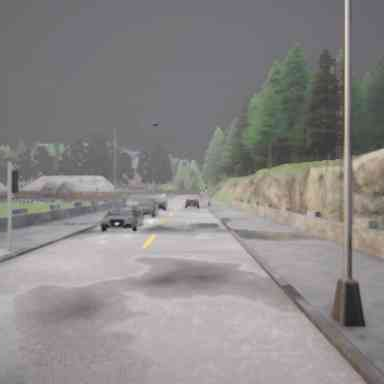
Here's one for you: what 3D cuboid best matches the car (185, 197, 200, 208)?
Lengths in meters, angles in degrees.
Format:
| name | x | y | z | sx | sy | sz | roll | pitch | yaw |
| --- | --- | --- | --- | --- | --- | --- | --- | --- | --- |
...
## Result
| name | x | y | z | sx | sy | sz | roll | pitch | yaw |
| --- | --- | --- | --- | --- | --- | --- | --- | --- | --- |
| car | 0.047 | 1.400 | 45.407 | 1.882 | 1.535 | 5.008 | 0 | 0 | 0 |

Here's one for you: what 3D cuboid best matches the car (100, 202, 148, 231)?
| name | x | y | z | sx | sy | sz | roll | pitch | yaw |
| --- | --- | --- | --- | --- | --- | --- | --- | --- | --- |
| car | -4.093 | 1.529 | 20.120 | 1.994 | 1.385 | 4.181 | 0 | 0 | 0 |

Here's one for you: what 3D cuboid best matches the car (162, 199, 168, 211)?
| name | x | y | z | sx | sy | sz | roll | pitch | yaw |
| --- | --- | --- | --- | --- | --- | --- | --- | --- | --- |
| car | -3.995 | 1.532 | 40.317 | 1.895 | 1.301 | 4.718 | 0 | 0 | 0 |

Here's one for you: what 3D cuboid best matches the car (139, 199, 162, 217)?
| name | x | y | z | sx | sy | sz | roll | pitch | yaw |
| --- | --- | --- | --- | --- | --- | --- | --- | --- | --- |
| car | -4.074 | 1.453 | 30.135 | 1.837 | 1.490 | 4.892 | 0 | 0 | 0 |
